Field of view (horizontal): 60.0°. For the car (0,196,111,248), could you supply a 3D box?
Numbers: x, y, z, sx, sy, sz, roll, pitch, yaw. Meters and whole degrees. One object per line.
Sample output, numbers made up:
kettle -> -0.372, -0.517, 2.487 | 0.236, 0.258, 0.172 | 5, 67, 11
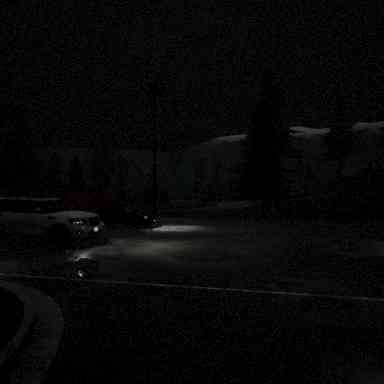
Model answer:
car -> -6.759, 1.221, 14.701 | 5.566, 2.045, 2.150 | 0, 0, 13

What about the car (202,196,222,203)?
car -> 4.111, 1.489, 69.806 | 2.128, 1.511, 4.902 | 0, 0, -38

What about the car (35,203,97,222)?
car -> -9.878, 1.564, 26.201 | 4.181, 1.385, 1.994 | 0, 0, 13

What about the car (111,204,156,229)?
car -> -4.622, 1.525, 21.392 | 4.674, 1.442, 1.812 | 0, 0, 13
